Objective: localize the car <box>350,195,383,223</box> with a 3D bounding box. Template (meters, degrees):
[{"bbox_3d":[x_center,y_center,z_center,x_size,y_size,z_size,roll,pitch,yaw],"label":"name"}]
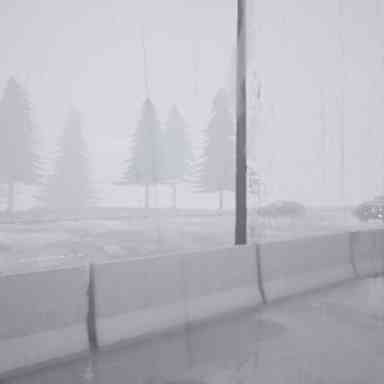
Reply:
[{"bbox_3d":[14.606,1.199,24.343,5.566,2.045,2.150,1,0,-25],"label":"car"}]

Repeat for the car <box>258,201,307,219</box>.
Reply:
[{"bbox_3d":[7.864,1.476,28.788,4.674,1.442,1.812,0,0,-27],"label":"car"}]

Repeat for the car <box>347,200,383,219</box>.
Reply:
[{"bbox_3d":[15.945,1.471,28.791,4.892,1.490,1.837,0,0,-24],"label":"car"}]
